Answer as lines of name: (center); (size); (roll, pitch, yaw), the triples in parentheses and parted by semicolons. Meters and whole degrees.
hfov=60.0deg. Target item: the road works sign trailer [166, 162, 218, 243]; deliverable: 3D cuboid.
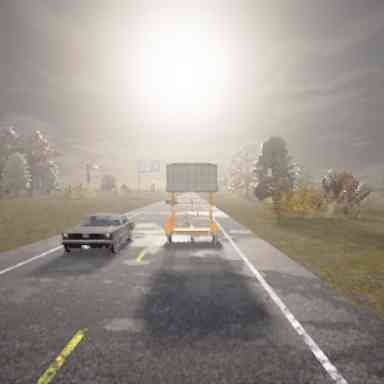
road works sign trailer: (-0.001, 0.411, 15.655); (2.380, 3.560, 2.880); (0, 0, 0)

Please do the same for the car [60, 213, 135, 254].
car: (-3.602, 1.555, 13.508); (1.895, 1.301, 4.718); (0, 0, 0)

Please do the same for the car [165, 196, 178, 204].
car: (-3.551, 1.395, 58.151); (1.994, 1.385, 4.181); (0, 0, 0)
